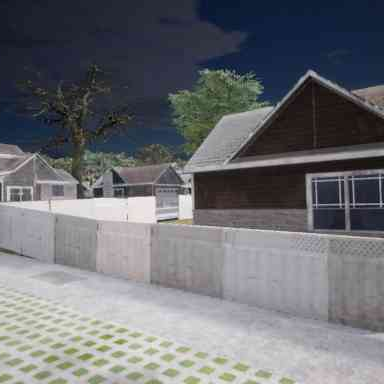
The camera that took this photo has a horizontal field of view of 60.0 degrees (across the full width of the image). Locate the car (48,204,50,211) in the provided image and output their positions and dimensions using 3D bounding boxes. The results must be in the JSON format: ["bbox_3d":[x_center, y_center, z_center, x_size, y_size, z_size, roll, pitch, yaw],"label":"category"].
[{"bbox_3d":[-11.208,1.408,22.334,1.882,1.535,5.008,-3,-1,36],"label":"car"}]
